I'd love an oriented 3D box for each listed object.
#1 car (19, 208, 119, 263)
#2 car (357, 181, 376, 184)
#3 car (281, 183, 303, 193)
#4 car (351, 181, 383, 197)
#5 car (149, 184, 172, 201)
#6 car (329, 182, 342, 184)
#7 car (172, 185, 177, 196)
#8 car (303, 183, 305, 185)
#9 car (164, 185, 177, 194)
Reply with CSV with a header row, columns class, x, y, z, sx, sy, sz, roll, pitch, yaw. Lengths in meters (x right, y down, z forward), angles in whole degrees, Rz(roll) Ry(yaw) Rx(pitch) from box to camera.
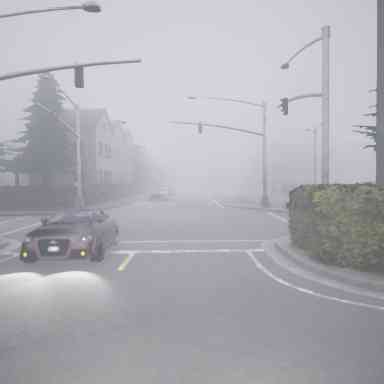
class,x,y,z,sx,sy,sz,roll,pitch,yaw
car,-3.532,1.212,10.284,1.994,1.385,4.181,-1,1,-2
car,19.010,-0.176,34.213,1.905,1.878,3.866,-1,2,0
car,15.261,-0.525,52.070,2.007,1.523,4.514,-1,2,0
car,22.254,-0.461,42.094,1.932,1.855,4.605,-1,2,0
car,-3.721,0.163,37.762,1.882,1.535,5.008,-1,2,0
car,25.299,-1.034,59.485,2.152,1.636,5.027,-1,2,0
car,-3.741,-0.305,47.780,2.097,1.767,4.553,-1,2,0
car,18.884,-0.872,59.131,1.970,1.475,3.806,-1,2,0
car,-3.729,-0.508,58.164,1.837,1.490,4.892,-1,2,0
